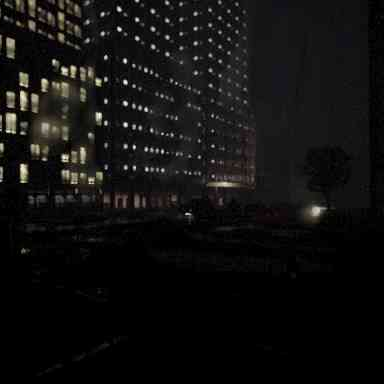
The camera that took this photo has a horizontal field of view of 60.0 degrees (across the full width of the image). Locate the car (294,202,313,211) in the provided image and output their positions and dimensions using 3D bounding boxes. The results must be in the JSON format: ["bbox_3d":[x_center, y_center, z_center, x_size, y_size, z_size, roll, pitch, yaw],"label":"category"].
[{"bbox_3d":[17.773,2.374,53.582,2.033,1.411,5.357,-1,-1,36],"label":"car"}]

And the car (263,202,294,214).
[{"bbox_3d":[11.832,2.187,45.391,1.812,1.442,4.674,-1,-1,37],"label":"car"}]

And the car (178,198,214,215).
[{"bbox_3d":[0.604,1.777,41.292,2.150,2.045,5.566,-1,-1,36],"label":"car"}]

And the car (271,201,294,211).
[{"bbox_3d":[15.151,2.331,55.503,1.882,1.535,5.008,-1,-1,36],"label":"car"}]

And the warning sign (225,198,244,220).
[{"bbox_3d":[3.742,1.468,29.569,1.300,1.860,1.060,1,0,36],"label":"warning sign"}]

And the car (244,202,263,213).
[{"bbox_3d":[9.184,2.166,47.277,1.882,1.535,5.008,-1,-1,37],"label":"car"}]
